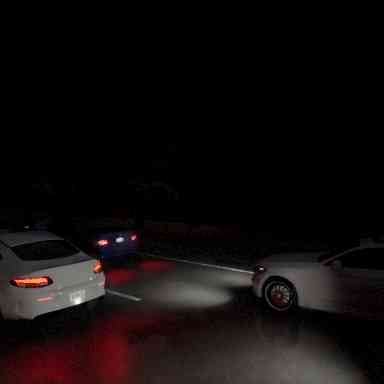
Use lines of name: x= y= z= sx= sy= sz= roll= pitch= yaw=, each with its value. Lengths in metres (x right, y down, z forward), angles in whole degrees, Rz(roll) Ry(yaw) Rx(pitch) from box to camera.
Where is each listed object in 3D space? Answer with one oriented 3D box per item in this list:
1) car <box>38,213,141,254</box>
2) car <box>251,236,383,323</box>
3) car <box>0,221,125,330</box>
car: x=-4.168 y=1.430 z=11.322 sx=5.357 sy=1.411 sz=2.033 roll=1 pitch=1 yaw=36
car: x=3.356 y=1.525 z=5.898 sx=4.674 sy=1.442 sz=1.812 roll=0 pitch=0 yaw=36
car: x=-3.696 y=1.455 z=6.663 sx=4.674 sy=1.442 sz=1.812 roll=1 pitch=1 yaw=36
